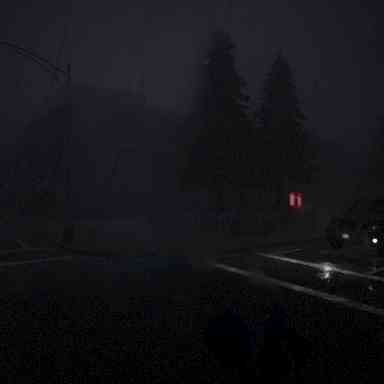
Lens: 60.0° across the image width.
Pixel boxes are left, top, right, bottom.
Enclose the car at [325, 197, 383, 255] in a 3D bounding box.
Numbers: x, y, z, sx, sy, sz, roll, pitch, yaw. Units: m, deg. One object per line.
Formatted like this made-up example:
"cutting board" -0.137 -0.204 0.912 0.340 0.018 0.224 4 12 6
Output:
"car" 7.795 1.248 13.692 5.566 2.045 2.150 0 0 -36
